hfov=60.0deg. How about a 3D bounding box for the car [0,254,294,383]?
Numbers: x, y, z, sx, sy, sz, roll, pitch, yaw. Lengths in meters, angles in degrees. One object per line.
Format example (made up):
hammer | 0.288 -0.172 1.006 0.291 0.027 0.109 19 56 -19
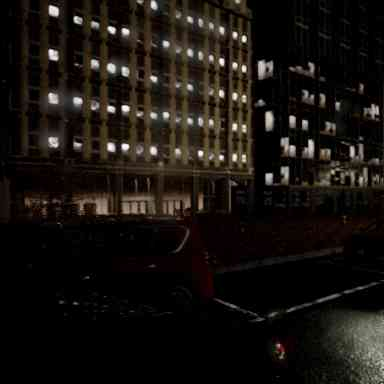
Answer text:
car | -1.119 1.568 2.561 4.181 1.385 1.994 1 0 -35

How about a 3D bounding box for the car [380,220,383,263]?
car | 7.421 1.305 8.648 5.566 2.045 2.150 1 0 -35

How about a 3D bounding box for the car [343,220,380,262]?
car | 7.068 1.639 11.607 4.507 1.381 1.887 1 -1 -35

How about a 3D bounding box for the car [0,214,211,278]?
car | -1.931 1.325 5.190 5.009 1.841 2.192 1 -1 -35
